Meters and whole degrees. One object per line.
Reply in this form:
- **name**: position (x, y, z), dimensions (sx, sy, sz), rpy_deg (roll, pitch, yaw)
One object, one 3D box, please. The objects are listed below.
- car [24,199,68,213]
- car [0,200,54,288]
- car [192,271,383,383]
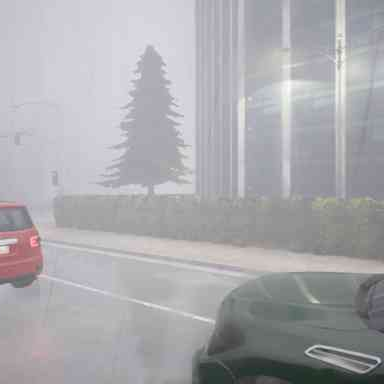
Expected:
- **car**: position (-16.570, 1.564, 37.984), dimensions (1.994, 1.385, 4.181), rpy_deg (0, 0, 36)
- **car**: position (-5.812, 1.221, 8.081), dimensions (5.566, 2.045, 2.150), rpy_deg (0, 0, 38)
- **car**: position (2.655, 1.221, 2.096), dimensions (5.566, 2.045, 2.150), rpy_deg (0, 0, 36)
